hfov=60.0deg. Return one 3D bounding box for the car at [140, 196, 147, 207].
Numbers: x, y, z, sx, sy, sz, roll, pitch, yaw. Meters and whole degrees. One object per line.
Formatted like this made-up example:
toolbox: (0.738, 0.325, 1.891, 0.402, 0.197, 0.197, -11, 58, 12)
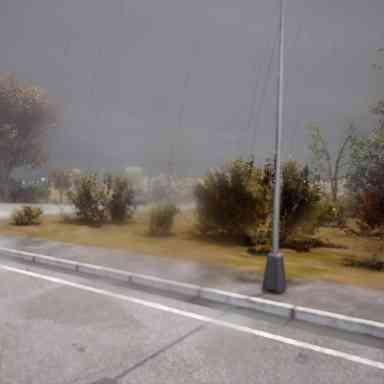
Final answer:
car: (-10.164, 1.721, 59.748, 2.150, 2.045, 5.566, 2, -2, 20)
